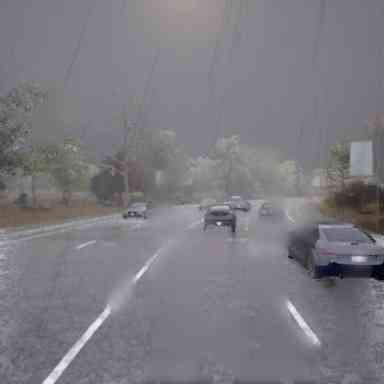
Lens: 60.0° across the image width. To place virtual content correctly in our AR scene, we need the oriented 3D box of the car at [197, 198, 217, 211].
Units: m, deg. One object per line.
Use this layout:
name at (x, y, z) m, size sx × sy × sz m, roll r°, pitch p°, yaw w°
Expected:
car at (2.001, 1.488, 39.129) m, size 1.837 × 1.490 × 4.892 m, roll 0°, pitch 0°, yaw 16°

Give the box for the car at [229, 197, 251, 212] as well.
car at (5.788, 1.565, 38.925) m, size 1.994 × 1.385 × 4.181 m, roll 0°, pitch 0°, yaw 16°

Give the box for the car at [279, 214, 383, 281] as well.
car at (4.124, 1.572, 9.947) m, size 1.994 × 1.385 × 4.181 m, roll 0°, pitch 0°, yaw 4°

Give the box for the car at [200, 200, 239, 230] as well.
car at (1.860, 1.501, 20.968) m, size 1.837 × 1.490 × 4.892 m, roll 0°, pitch 0°, yaw 8°

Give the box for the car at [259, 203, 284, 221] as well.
car at (6.434, 1.559, 26.986) m, size 2.033 × 1.411 × 5.357 m, roll 0°, pitch 0°, yaw 11°

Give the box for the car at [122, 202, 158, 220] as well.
car at (-4.258, 1.531, 27.727) m, size 1.994 × 1.385 × 4.181 m, roll 0°, pitch 0°, yaw 11°
